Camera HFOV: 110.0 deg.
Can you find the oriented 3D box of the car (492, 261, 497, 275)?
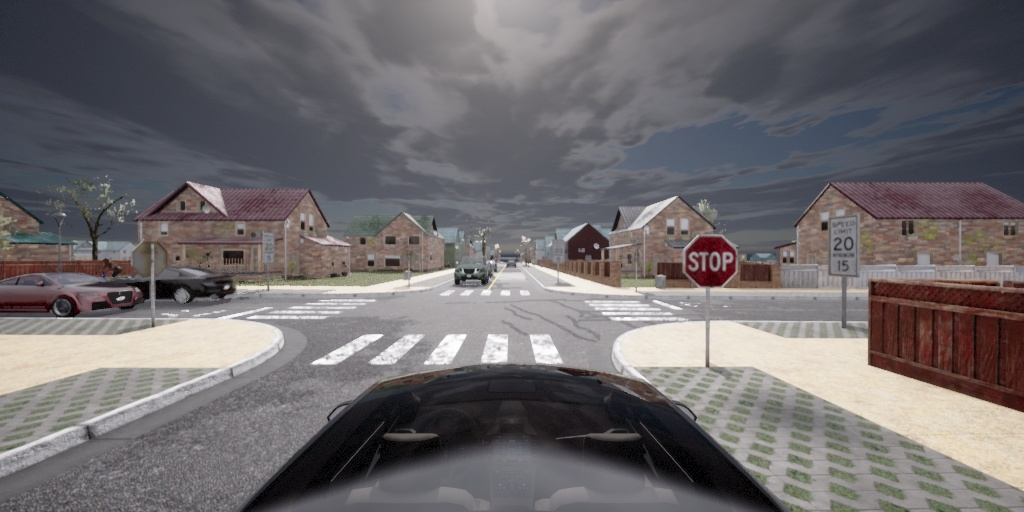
[{"bbox_3d":[-2.898,1.321,36.914,1.837,1.490,4.892,0,0,0],"label":"car"}]

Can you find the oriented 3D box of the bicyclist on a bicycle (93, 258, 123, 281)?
[{"bbox_3d":[-20.179,0.944,17.985,0.582,1.620,1.656,0,1,0],"label":"bicyclist on a bicycle"}]

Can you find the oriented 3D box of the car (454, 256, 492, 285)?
[{"bbox_3d":[-2.892,1.004,26.830,2.150,2.045,5.566,0,0,0],"label":"car"}]

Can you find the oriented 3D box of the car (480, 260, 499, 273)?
[{"bbox_3d":[-2.914,1.353,47.312,2.128,1.511,4.902,0,0,0],"label":"car"}]

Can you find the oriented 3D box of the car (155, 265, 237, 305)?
[{"bbox_3d":[-14.517,1.160,15.151,5.008,1.535,1.882,0,0,0],"label":"car"}]

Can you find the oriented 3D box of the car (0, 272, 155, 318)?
[{"bbox_3d":[-15.262,1.255,12.146,4.181,1.385,1.994,0,0,0],"label":"car"}]
